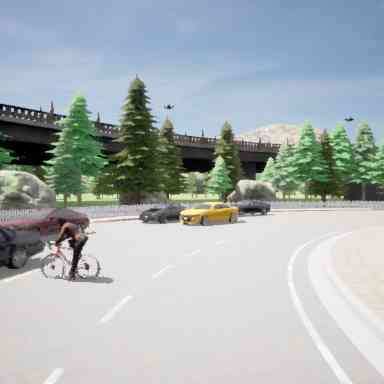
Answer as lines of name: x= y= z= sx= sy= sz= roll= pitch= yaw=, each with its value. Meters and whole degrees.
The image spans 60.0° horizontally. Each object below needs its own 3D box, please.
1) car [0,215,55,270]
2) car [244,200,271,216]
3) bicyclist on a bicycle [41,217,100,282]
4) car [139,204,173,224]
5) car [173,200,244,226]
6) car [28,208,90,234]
car: x=-6.169 y=1.548 z=8.563 sx=2.033 sy=1.411 sz=5.357 roll=0 pitch=0 yaw=13
car: x=5.344 y=1.491 z=31.738 sx=4.902 sy=1.511 sz=2.128 roll=0 pitch=0 yaw=-34
bicyclist on a bicycle: x=-3.124 y=1.455 z=8.468 sx=1.656 sy=1.620 sz=0.582 roll=-2 pitch=0 yaw=11
car: x=-1.899 y=1.564 z=24.976 sx=1.994 sy=1.385 sz=4.181 roll=0 pitch=0 yaw=42
car: x=1.288 y=1.478 z=23.474 sx=1.882 sy=1.535 sz=5.008 roll=0 pitch=0 yaw=43
car: x=-7.140 y=1.526 z=16.567 sx=1.812 sy=1.442 sz=4.674 roll=0 pitch=0 yaw=25
